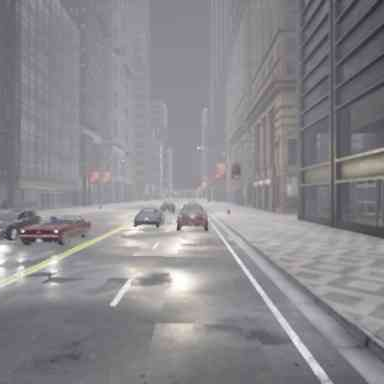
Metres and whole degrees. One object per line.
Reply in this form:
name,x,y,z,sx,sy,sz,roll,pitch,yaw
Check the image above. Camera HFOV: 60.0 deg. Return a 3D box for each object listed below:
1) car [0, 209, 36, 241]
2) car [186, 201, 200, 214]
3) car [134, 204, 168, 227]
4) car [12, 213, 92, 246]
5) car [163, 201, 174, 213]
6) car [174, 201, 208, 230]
car,-9.823,1.715,18.079,1.837,1.490,4.892,0,1,-2
car,0.086,2.041,45.346,1.837,1.490,4.892,0,0,0
car,-3.193,1.865,25.414,1.994,1.385,4.181,0,-1,0
car,-6.535,1.796,16.436,1.895,1.301,4.718,0,-1,1
car,-3.165,2.041,45.296,1.837,1.490,4.892,0,0,0
car,0.046,1.630,23.520,2.097,1.767,4.553,0,-1,0
